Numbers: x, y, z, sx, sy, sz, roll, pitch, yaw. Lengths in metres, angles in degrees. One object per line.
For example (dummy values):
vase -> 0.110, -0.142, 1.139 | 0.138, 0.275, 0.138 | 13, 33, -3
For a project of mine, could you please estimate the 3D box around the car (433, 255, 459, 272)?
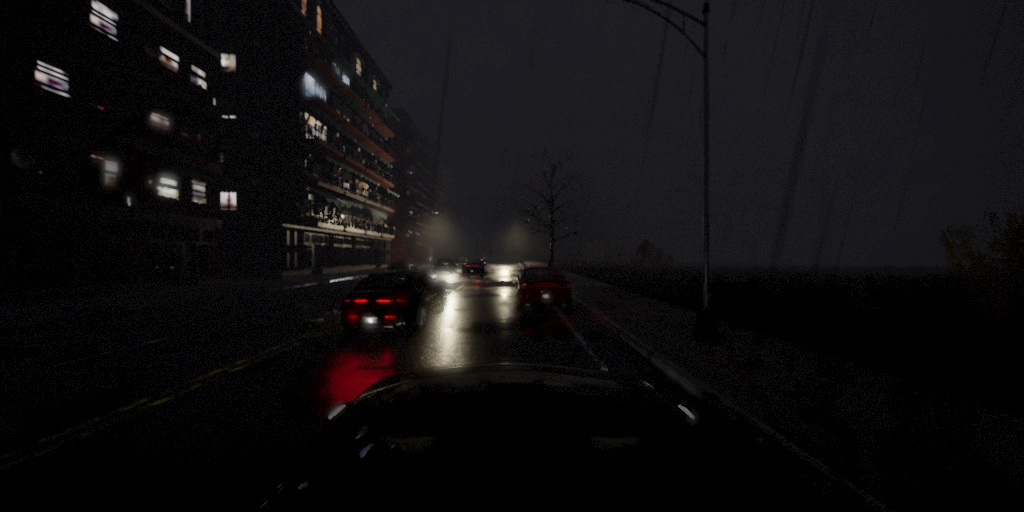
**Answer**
car -> -6.707, 0.965, 36.075 | 1.837, 1.490, 4.892 | 0, 1, 0

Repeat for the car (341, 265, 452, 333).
car -> -3.176, 1.181, 10.467 | 1.837, 1.490, 4.892 | 0, 0, 0

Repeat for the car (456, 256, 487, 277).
car -> -3.241, 0.993, 31.303 | 2.128, 1.511, 4.902 | 0, 1, 0

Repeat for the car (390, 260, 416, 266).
car -> -9.946, 1.054, 32.656 | 1.994, 1.385, 4.181 | 0, 0, 0

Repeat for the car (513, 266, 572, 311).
car -> 1.101, 1.125, 13.985 | 1.882, 1.535, 5.008 | 0, 0, 0
